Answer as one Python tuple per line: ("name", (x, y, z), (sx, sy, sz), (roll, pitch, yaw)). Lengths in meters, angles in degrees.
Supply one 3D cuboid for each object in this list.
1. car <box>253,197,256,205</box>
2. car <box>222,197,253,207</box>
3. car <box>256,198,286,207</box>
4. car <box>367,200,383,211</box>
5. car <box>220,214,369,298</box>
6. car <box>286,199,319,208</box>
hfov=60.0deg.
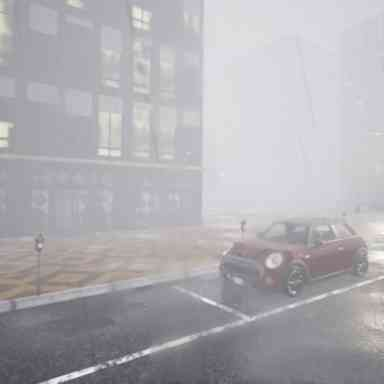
("car", (9.662, 1.541, 57.310), (1.967, 1.590, 4.097), (0, -1, -35))
("car", (6.089, 1.531, 47.846), (2.008, 1.369, 4.403), (0, -1, -35))
("car", (12.936, 1.615, 52.679), (1.887, 1.381, 4.507), (0, -1, -35))
("car", (22.756, 1.545, 38.788), (1.947, 1.339, 4.313), (0, -1, -35))
("car", (2.645, 1.411, 8.431), (4.097, 1.590, 1.967), (0, 1, -35))
("car", (16.209, 1.622, 48.048), (1.802, 1.307, 4.206), (0, -1, -35))
